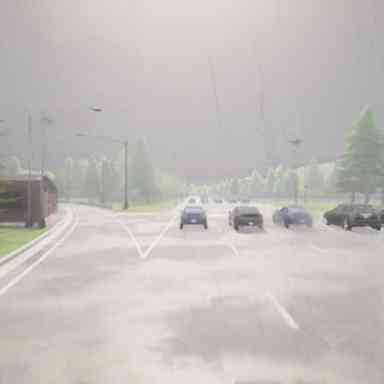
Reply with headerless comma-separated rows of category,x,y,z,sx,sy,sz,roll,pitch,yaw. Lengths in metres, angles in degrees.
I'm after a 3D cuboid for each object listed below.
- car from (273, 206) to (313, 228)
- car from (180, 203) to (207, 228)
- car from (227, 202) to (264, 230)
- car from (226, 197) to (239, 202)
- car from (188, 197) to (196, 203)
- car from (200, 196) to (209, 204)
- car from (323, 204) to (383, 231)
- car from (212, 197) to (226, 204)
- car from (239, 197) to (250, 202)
car,7.107,1.738,23.739,1.812,1.442,4.674,0,-1,0
car,0.108,1.739,23.772,1.812,1.442,4.674,0,-1,0
car,3.608,1.709,22.755,1.837,1.490,4.892,0,-1,0
car,10.527,2.273,87.316,1.837,1.490,4.892,0,-1,0
car,0.027,2.298,87.319,2.128,1.511,4.902,0,-1,0
car,3.527,2.326,87.318,1.994,1.385,4.181,0,-1,0
car,10.606,1.552,22.382,2.097,1.767,4.553,0,-1,0
car,7.027,2.298,87.317,2.128,1.511,4.902,0,-1,0
car,14.027,2.251,87.316,1.882,1.535,5.008,0,-1,0
